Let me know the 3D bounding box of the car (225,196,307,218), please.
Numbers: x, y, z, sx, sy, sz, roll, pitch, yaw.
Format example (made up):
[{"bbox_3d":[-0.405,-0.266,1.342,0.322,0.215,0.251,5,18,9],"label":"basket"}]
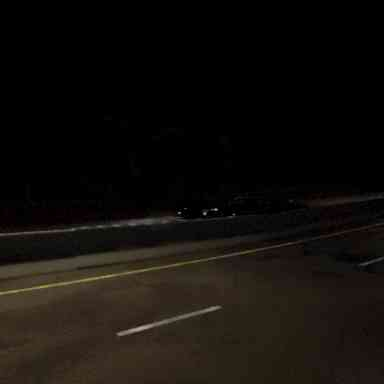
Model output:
[{"bbox_3d":[4.874,1.085,20.364,5.357,1.411,2.033,-4,2,-35],"label":"car"}]

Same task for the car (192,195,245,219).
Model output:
[{"bbox_3d":[2.826,1.030,23.199,4.902,1.511,2.128,-4,2,-35],"label":"car"}]

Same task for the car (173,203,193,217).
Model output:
[{"bbox_3d":[0.861,1.136,26.097,4.718,1.301,1.895,-4,2,-35],"label":"car"}]
